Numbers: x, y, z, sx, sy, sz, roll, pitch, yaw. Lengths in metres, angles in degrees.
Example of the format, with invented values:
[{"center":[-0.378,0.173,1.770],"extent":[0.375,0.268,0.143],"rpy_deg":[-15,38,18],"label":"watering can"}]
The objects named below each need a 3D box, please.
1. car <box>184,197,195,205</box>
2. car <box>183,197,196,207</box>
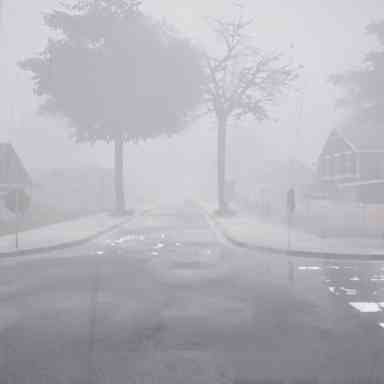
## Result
[{"center":[-0.491,1.592,61.678],"extent":[1.895,1.301,4.718],"rpy_deg":[0,0,0],"label":"car"},{"center":[-0.410,1.519,51.646],"extent":[1.812,1.442,4.674],"rpy_deg":[0,0,0],"label":"car"}]
